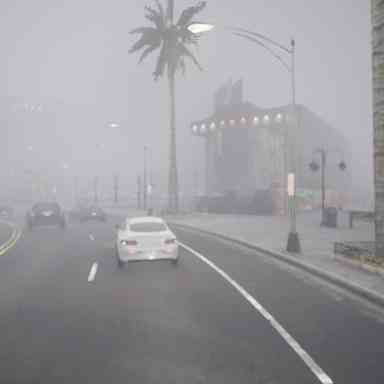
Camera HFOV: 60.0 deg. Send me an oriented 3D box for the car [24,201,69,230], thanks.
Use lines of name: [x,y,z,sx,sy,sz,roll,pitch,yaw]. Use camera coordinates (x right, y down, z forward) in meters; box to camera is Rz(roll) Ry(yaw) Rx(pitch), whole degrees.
car: [-9.603,1.373,21.567,2.097,1.767,4.553,0,0,-29]

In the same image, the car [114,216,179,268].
car: [-1.630,1.526,11.290,1.812,1.442,4.674,0,0,-13]

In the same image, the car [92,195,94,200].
car: [-18.872,1.288,60.105,4.553,1.767,2.185,0,0,35]

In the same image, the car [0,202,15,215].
car: [-19.826,1.651,33.592,4.718,1.301,1.895,0,0,39]

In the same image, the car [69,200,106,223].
car: [-8.240,1.579,25.916,1.994,1.385,4.181,0,0,-33]
